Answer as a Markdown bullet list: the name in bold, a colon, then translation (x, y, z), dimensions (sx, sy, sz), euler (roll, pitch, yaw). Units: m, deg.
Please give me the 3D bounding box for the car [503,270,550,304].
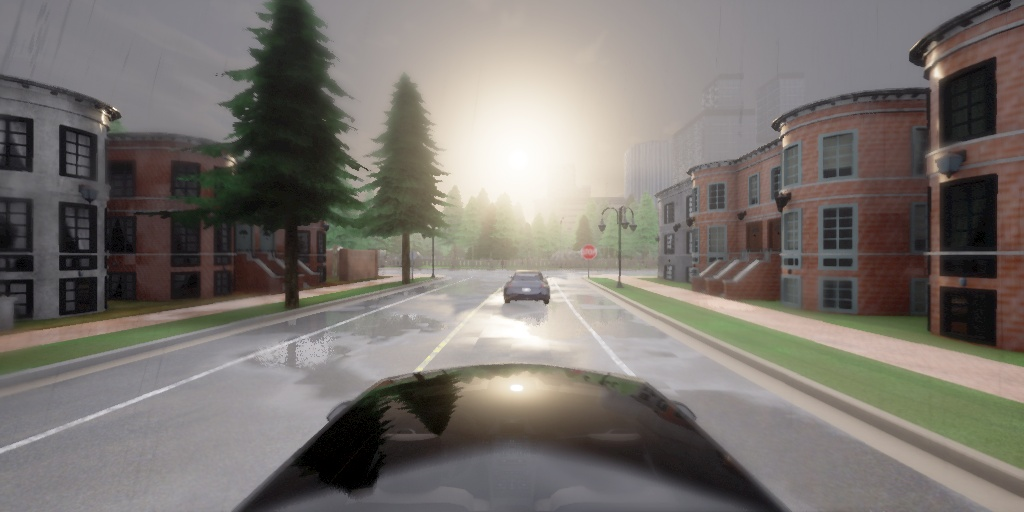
- **car**: translation (0.722, 1.321, 16.335), dimensions (1.994, 1.385, 4.181), euler (0, 0, 4)
